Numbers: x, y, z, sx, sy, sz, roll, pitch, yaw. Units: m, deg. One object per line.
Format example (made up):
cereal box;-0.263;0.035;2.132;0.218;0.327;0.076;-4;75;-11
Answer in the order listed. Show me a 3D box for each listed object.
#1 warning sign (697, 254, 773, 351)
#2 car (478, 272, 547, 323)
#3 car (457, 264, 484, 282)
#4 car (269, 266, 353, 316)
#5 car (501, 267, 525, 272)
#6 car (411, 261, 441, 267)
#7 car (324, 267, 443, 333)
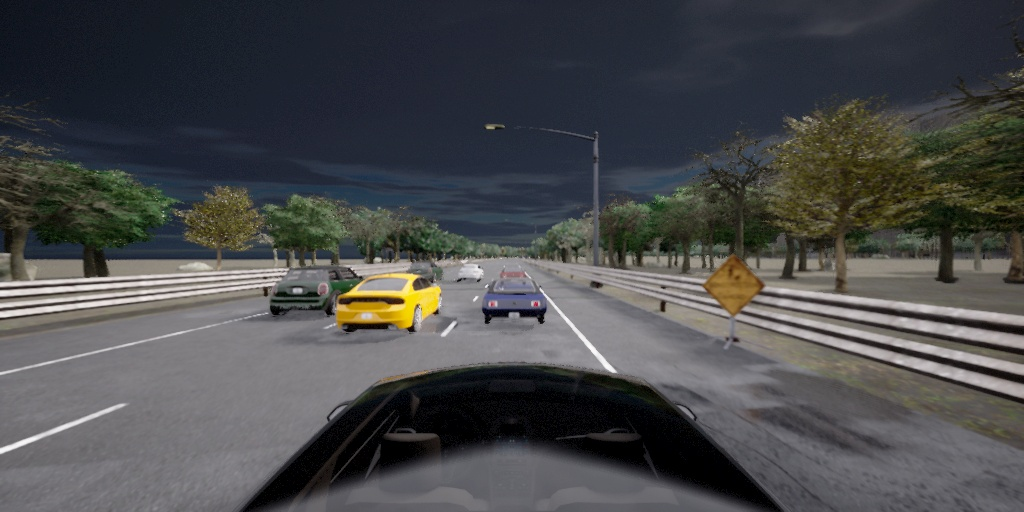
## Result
warning sign;4.549;0.887;7.398;1.300;1.860;1.060;0;0;0
car;0.078;1.393;12.340;1.895;1.301;4.718;0;0;0
car;-3.418;1.395;30.135;1.812;1.442;4.674;0;0;0
car;-6.920;1.150;13.710;2.097;1.767;4.553;0;0;0
car;0.075;1.458;27.539;1.895;1.301;4.718;0;0;0
car;-6.922;1.216;28.922;2.097;1.767;4.553;0;0;0
car;-3.432;1.264;10.958;1.882;1.535;5.008;0;0;0
